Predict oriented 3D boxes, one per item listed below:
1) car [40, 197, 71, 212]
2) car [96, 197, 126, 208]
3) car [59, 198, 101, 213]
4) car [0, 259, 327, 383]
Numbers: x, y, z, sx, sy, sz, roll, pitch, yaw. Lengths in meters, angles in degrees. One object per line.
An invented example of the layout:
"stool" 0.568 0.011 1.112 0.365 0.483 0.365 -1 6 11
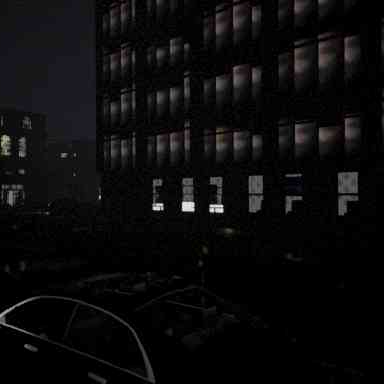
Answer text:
"car" -16.371 1.488 41.361 2.097 1.767 4.553 0 -1 37
"car" -12.399 1.641 51.149 1.967 1.590 4.097 -1 -1 36
"car" -12.171 1.682 37.243 1.802 1.307 4.206 -1 -1 36
"car" -0.930 1.551 3.537 4.403 1.369 2.008 0 0 35
